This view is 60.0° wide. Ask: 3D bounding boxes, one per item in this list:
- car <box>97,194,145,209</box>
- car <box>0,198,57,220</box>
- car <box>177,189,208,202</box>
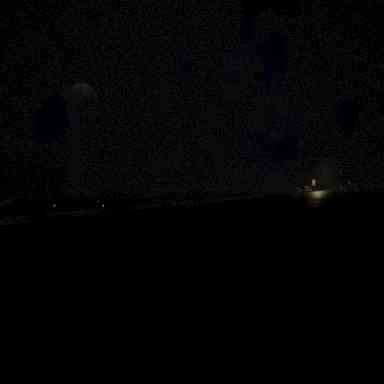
[{"bbox_3d":[-6.799,0.864,32.003,1.895,1.301,4.718,-1,1,36],"label":"car"},{"bbox_3d":[-12.526,1.145,23.914,2.033,1.411,5.357,-1,1,34],"label":"car"},{"bbox_3d":[0.088,0.384,41.633,1.837,1.490,4.892,-1,1,36],"label":"car"}]
